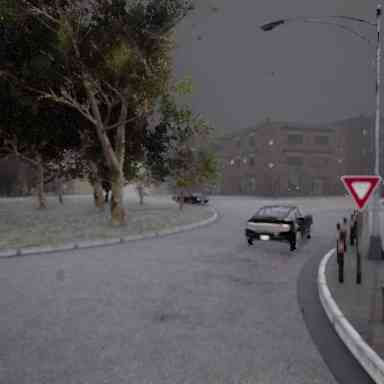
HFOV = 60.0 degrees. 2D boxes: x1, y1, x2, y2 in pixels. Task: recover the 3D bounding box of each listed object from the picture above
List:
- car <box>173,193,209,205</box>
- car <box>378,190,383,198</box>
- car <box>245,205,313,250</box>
[{"bbox_3d":[-0.230,0.744,37.992,1.895,1.301,4.718,-1,2,-37],"label":"car"},{"bbox_3d":[29.898,0.045,49.545,2.185,1.767,4.553,-1,2,-20],"label":"car"},{"bbox_3d":[3.686,1.290,13.539,2.128,1.511,4.902,1,2,29],"label":"car"}]
